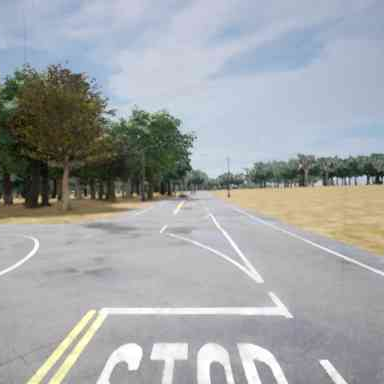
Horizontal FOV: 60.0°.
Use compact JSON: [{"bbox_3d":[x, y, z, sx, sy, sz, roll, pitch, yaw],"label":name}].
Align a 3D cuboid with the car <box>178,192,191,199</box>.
[{"bbox_3d":[-2.088,0.929,76.674,1.895,1.301,4.718,0,1,7],"label":"car"}]
